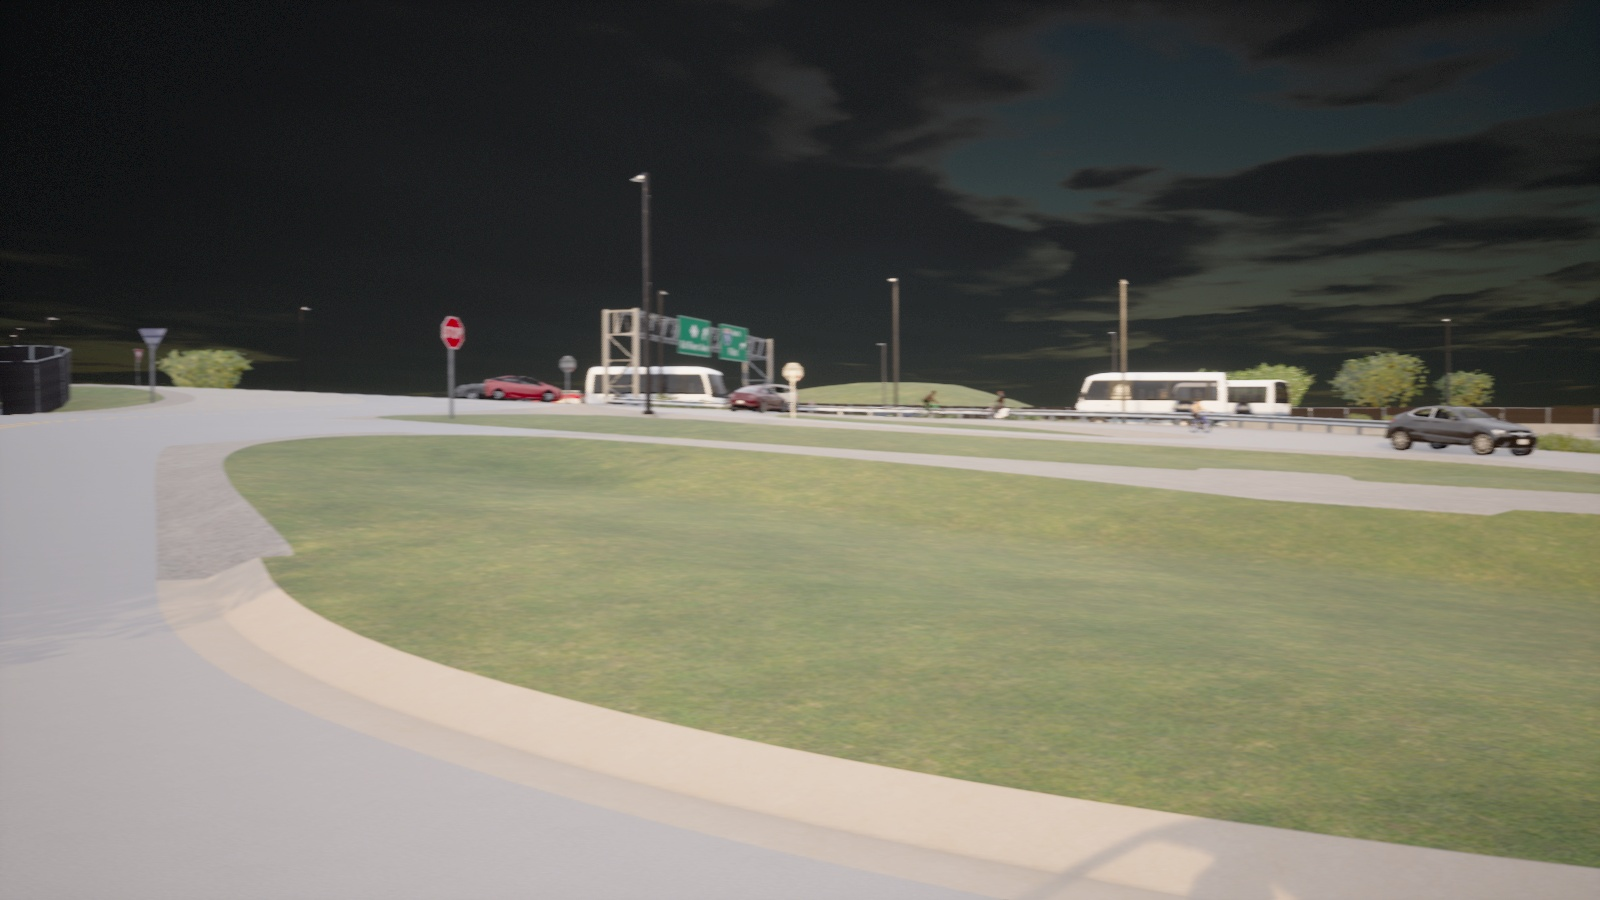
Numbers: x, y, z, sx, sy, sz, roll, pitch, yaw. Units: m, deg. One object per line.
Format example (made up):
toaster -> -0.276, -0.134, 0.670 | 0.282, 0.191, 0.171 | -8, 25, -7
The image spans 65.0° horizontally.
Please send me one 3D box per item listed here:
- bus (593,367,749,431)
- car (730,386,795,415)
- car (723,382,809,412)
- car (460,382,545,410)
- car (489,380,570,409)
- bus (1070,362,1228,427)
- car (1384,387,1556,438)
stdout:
bus -> -9.099, -3.522, 88.671 | 10.273, 4.253, 3.944 | 0, 1, 21
car -> -1.958, -2.666, 67.394 | 1.812, 1.442, 4.674 | 2, 3, 21
car -> -2.016, -3.103, 74.247 | 4.611, 1.667, 2.242 | 0, 1, -38
car -> -17.982, -3.234, 75.957 | 4.902, 1.511, 2.128 | 1, 0, -13
car -> -15.676, -3.190, 72.872 | 4.514, 1.525, 2.007 | 1, 0, -13
bus -> 24.222, -3.735, 87.152 | 10.273, 4.253, 3.944 | 0, 1, 21
car -> 23.325, -1.364, 43.978 | 2.152, 1.651, 5.027 | -1, 4, -23
